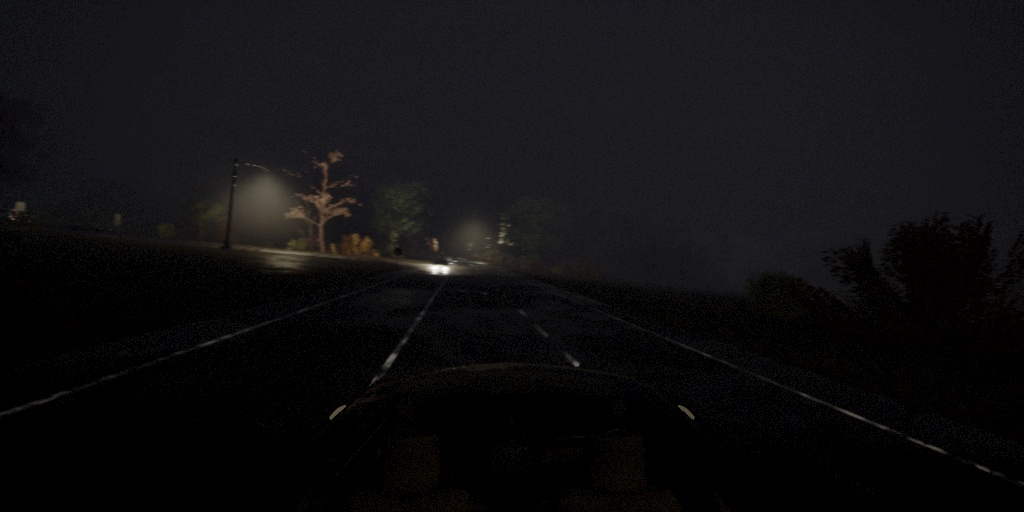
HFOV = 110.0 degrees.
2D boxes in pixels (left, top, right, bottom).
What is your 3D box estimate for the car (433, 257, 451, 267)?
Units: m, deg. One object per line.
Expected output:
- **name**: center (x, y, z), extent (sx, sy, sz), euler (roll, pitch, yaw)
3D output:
- **car**: center (-10.386, 0.836, 52.340), extent (1.895, 1.301, 4.718), euler (5, -1, -8)
